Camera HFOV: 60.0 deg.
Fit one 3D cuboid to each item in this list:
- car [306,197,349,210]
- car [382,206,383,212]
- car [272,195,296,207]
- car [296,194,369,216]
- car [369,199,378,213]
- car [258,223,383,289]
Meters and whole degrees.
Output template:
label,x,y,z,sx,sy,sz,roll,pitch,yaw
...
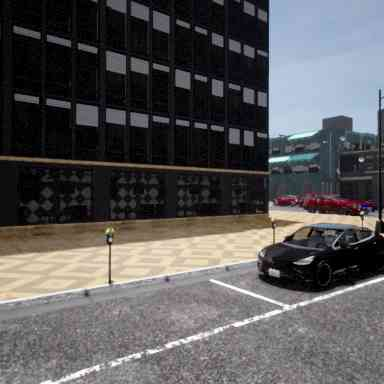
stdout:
label,x,y,z,sx,sy,sz,roll,pitch,yaw
car,15.740,1.341,38.805,1.802,1.307,4.206,1,0,-36
car,19.022,1.372,34.336,1.887,1.381,4.507,1,0,-36
car,12.459,1.130,43.278,1.967,1.590,4.097,1,0,-36
car,12.272,1.101,29.376,2.192,1.841,5.009,1,0,-36
car,14.236,1.322,31.052,1.812,1.442,4.674,0,1,-38
car,3.743,1.566,9.222,4.313,1.339,1.947,0,0,-35
